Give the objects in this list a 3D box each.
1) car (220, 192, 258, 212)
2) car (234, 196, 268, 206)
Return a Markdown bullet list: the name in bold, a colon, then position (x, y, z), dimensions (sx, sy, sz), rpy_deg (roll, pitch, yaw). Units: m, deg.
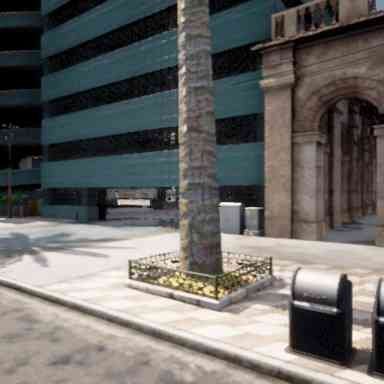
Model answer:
- **car**: position (4.174, 1.031, 22.776), dimensions (5.566, 2.045, 2.435), rpy_deg (0, 0, 36)
- **car**: position (9.046, 1.325, 51.243), dimensions (4.674, 1.452, 2.002), rpy_deg (0, 0, 36)
